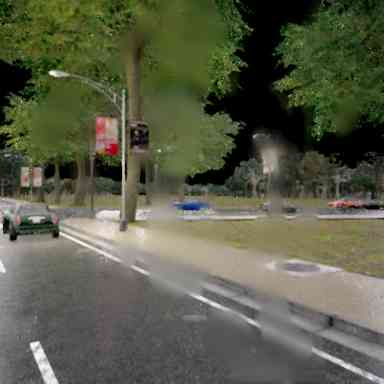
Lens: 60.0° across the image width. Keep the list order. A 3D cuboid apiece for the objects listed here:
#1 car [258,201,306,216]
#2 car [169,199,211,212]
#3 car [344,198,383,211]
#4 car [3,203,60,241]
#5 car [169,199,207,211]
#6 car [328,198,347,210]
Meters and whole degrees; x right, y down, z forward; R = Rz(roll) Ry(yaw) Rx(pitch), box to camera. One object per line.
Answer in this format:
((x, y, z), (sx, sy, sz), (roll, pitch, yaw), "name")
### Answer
((9.267, 1.654, 34.183), (4.902, 1.511, 2.128), (0, 0, -10), "car")
((-0.241, 1.577, 39.229), (5.008, 1.535, 1.882), (0, 0, -10), "car")
((22.970, 1.860, 43.491), (4.718, 1.301, 1.895), (0, 0, -10), "car")
((-8.231, 1.326, 16.853), (2.097, 1.767, 4.553), (0, 0, -34), "car")
((-0.537, 1.622, 42.478), (4.674, 1.442, 1.812), (0, 0, -10), "car")
((21.385, 1.599, 46.506), (4.553, 1.767, 2.097), (0, 0, -10), "car")
